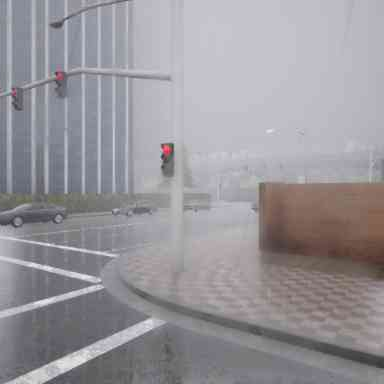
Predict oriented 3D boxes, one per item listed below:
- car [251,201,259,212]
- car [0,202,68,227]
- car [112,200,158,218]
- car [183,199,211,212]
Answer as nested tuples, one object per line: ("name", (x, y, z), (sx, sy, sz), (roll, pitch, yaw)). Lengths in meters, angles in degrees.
("car", (8.656, 1.547, 38.099), (2.033, 1.411, 5.357), (0, 0, 35))
("car", (-10.967, 1.505, 22.907), (1.837, 1.490, 4.892), (0, 0, 35))
("car", (-5.258, 1.491, 30.936), (2.128, 1.511, 4.902), (0, 0, 35))
("car", (0.519, 1.564, 39.040), (1.994, 1.385, 4.181), (0, 0, 35))
